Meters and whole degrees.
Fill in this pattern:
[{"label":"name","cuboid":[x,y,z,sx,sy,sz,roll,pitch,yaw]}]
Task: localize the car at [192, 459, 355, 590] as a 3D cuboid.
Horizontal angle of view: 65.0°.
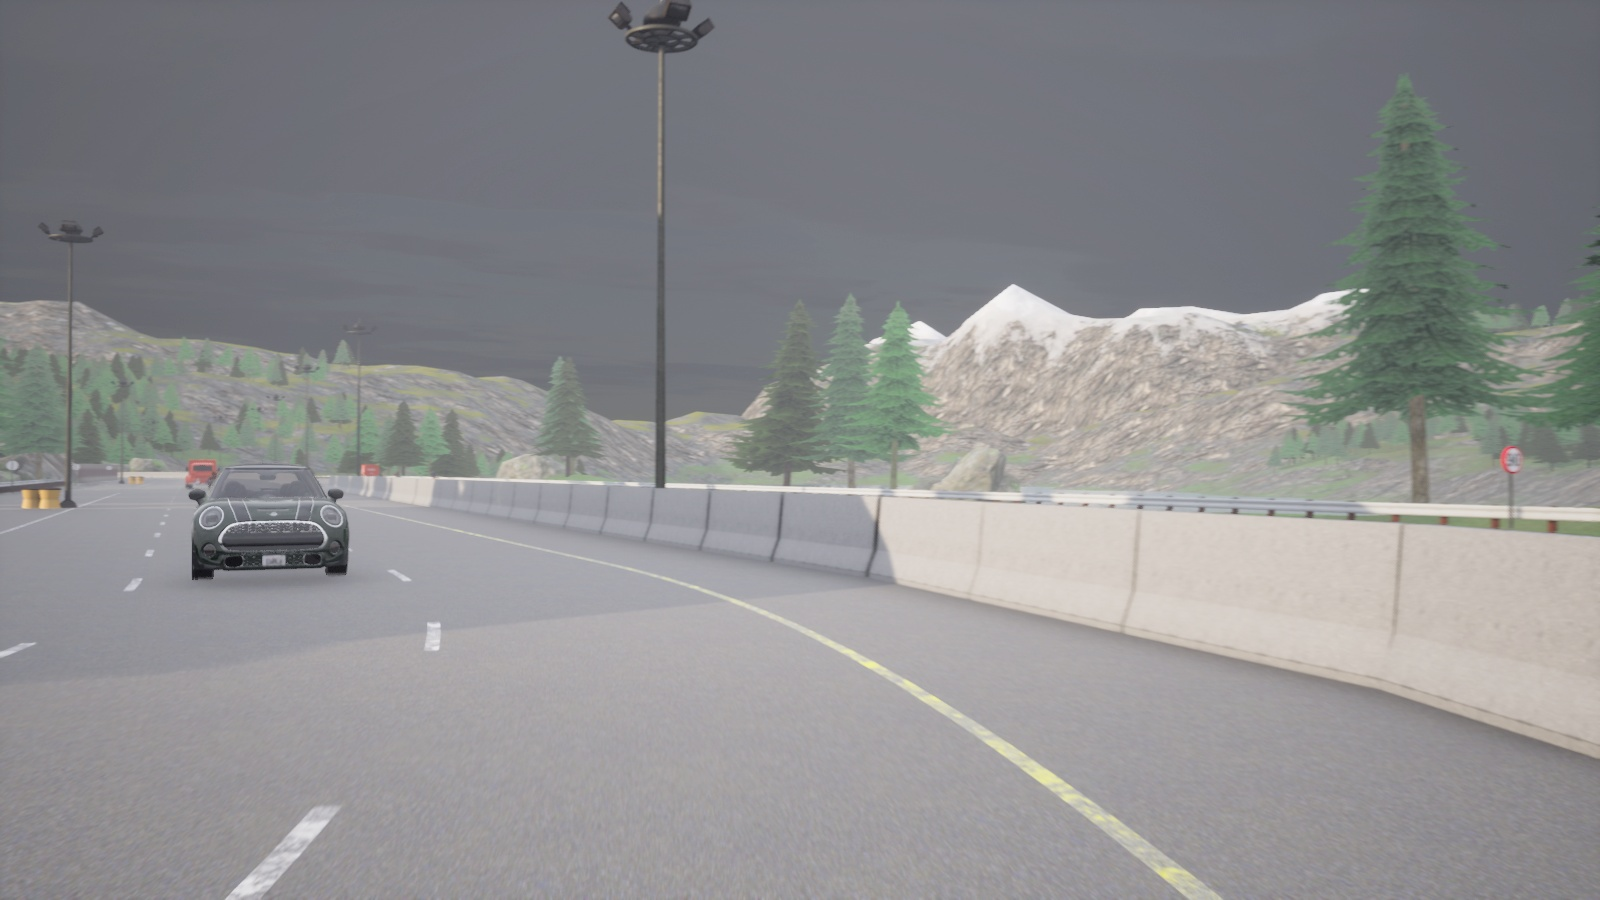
[{"label":"car","cuboid":[-8.286,1.058,19.514,2.097,1.767,4.553,0,-1,-26]}]
